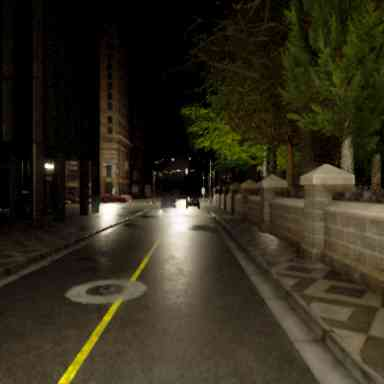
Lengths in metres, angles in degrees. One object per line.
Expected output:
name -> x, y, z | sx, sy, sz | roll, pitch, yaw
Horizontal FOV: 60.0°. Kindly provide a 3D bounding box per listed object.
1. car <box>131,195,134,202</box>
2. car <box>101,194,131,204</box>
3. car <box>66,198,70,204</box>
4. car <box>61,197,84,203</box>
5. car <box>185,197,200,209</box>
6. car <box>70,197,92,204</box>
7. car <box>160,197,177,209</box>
car -> -14.877, 1.447, 72.521 | 4.097, 1.590, 1.967 | -1, 1, 0
car -> -14.894, 1.367, 63.994 | 5.009, 1.841, 2.192 | -1, 1, 0
car -> -25.801, 1.723, 64.029 | 4.829, 1.417, 1.752 | -1, 1, 0
car -> -25.955, 1.721, 72.555 | 4.313, 1.339, 1.947 | -1, 1, 0
car -> 0.092, 1.394, 44.071 | 2.128, 1.511, 4.902 | 0, 0, 0
car -> -20.261, 1.650, 64.013 | 4.829, 1.417, 1.752 | -1, 1, 0
car -> -3.016, 1.381, 43.102 | 1.882, 1.535, 5.008 | 0, 0, 0
